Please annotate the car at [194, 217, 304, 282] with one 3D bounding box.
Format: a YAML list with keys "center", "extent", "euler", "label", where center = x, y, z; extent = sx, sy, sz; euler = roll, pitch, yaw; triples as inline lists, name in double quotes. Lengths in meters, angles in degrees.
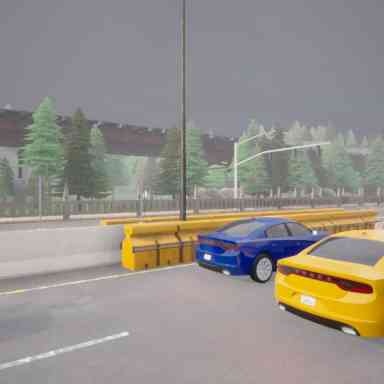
- center: [2.399, 1.478, 9.770]
  extent: [5.008, 1.535, 1.882]
  euler: [0, 0, -36]
  label: "car"

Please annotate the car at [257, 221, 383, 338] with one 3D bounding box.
- center: [3.762, 1.478, 6.441]
  extent: [5.008, 1.535, 1.882]
  euler: [0, 0, -35]
  label: "car"
